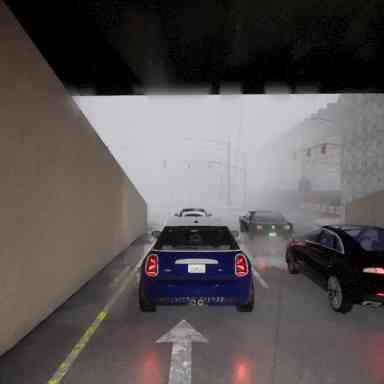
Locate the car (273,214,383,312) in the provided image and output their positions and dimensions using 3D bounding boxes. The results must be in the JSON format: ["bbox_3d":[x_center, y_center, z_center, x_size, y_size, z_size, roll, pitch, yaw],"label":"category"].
[{"bbox_3d":[3.583,1.492,7.654,2.128,1.511,4.902,0,0,0],"label":"car"}]

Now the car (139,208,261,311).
[{"bbox_3d":[0.084,1.352,7.920,2.097,1.767,4.553,0,0,0],"label":"car"}]

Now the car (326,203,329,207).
[{"bbox_3d":[17.516,1.453,39.366,2.038,1.542,4.974,0,0,45],"label":"car"}]

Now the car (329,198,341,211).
[{"bbox_3d":[17.414,1.453,34.759,2.038,1.542,4.974,0,0,-35],"label":"car"}]

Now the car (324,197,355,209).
[{"bbox_3d":[17.552,1.295,39.403,1.853,1.218,4.536,0,0,45],"label":"car"}]

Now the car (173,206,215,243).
[{"bbox_3d":[0.069,1.526,16.972,1.812,1.442,4.674,0,0,0],"label":"car"}]

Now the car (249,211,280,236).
[{"bbox_3d":[3.591,1.601,16.980,1.895,1.301,4.718,0,0,0],"label":"car"}]
